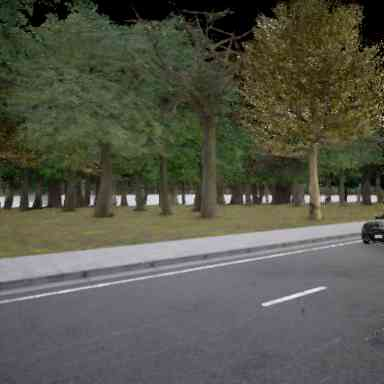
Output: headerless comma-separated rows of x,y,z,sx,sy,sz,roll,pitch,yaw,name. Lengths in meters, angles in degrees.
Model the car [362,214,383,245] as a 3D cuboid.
9.219,1.439,14.248,5.008,1.535,1.882,0,0,-35,car
